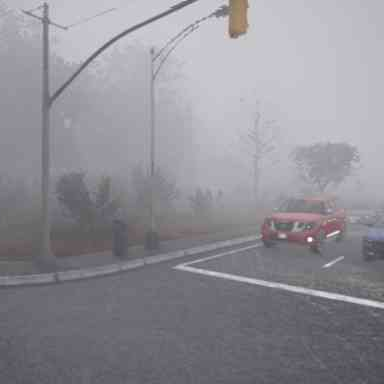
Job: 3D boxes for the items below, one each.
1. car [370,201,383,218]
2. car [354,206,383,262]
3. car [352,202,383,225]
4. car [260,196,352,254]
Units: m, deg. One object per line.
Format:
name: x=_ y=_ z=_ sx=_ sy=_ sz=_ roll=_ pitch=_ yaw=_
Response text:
car: x=17.508 y=1.519 z=29.803 sx=1.895 sy=1.301 sz=4.718 roll=0 pitch=1 yaw=39
car: x=7.341 y=1.477 z=11.548 sx=1.882 sy=1.535 sz=5.008 roll=0 pitch=0 yaw=39
car: x=11.195 y=1.479 z=21.946 sx=2.128 sy=1.511 sz=4.902 roll=0 pitch=0 yaw=39
car: x=4.914 y=1.220 z=14.149 sx=2.150 sy=2.045 sz=5.566 roll=0 pitch=0 yaw=37
